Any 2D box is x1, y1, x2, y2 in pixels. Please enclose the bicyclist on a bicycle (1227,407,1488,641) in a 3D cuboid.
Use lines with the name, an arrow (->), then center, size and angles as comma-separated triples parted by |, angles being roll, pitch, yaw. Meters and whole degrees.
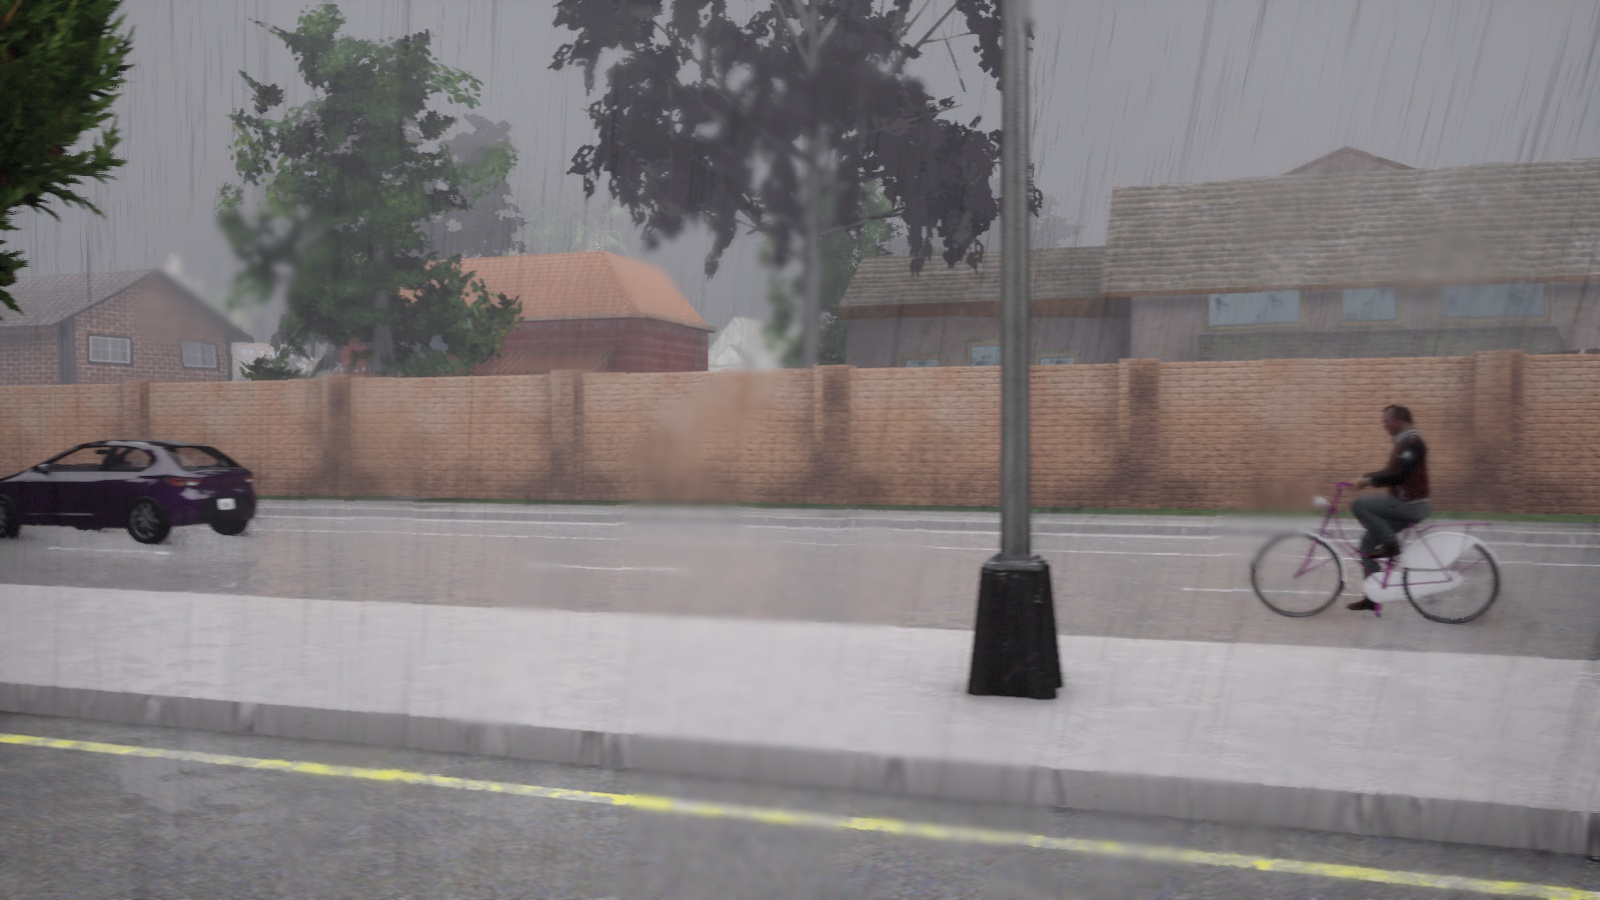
bicyclist on a bicycle -> 4.438, 0.551, 10.138 | 1.843, 1.776, 0.659 | 1, 1, 19

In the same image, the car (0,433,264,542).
car -> -10.386, 0.500, 18.820 | 4.193, 1.474, 1.816 | 1, 1, 19
